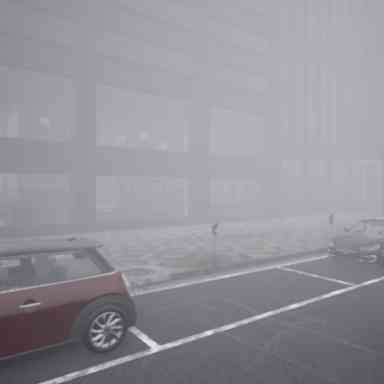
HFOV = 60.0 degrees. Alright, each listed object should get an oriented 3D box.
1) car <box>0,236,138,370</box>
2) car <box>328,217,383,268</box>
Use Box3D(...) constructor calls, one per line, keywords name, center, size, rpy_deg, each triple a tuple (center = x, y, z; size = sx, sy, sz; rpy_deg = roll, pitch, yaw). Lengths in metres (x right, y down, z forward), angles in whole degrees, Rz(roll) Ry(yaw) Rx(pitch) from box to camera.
Box3D(name="car", center=(-2.901, 1.440, 4.463), size=(4.097, 1.590, 1.967), rpy_deg=(0, 0, -36))
Box3D(name="car", center=(6.280, 1.535, 11.014), size=(4.403, 1.369, 2.008), rpy_deg=(0, 0, -36))
